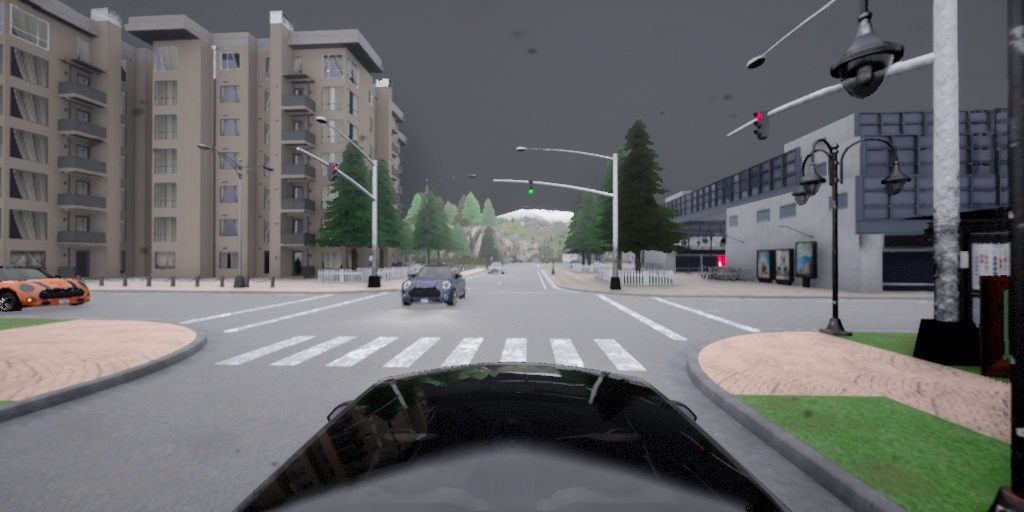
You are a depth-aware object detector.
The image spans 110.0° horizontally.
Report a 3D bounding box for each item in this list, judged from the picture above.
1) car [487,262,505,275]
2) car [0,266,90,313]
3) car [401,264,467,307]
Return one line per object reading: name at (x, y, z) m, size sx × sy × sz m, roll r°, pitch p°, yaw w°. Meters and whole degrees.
car at (-1.901, 1.502, 44.449) m, size 1.812 × 1.442 × 4.674 m, roll 0°, pitch 0°, yaw 3°
car at (-19.640, 1.186, 14.143) m, size 4.553 × 1.767 × 2.097 m, roll 0°, pitch 0°, yaw 5°
car at (-3.349, 1.161, 16.126) m, size 2.097 × 1.767 × 4.553 m, roll 0°, pitch 0°, yaw 1°
